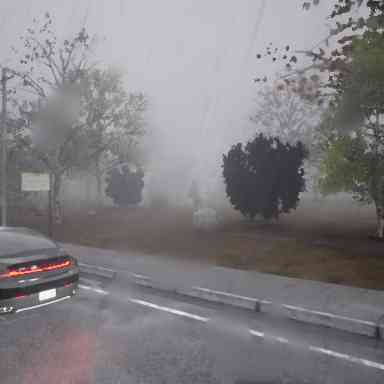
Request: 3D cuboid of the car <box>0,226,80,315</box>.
[{"bbox_3d":[-4.402,1.505,7.135,4.892,1.490,1.837,0,0,37],"label":"car"}]
